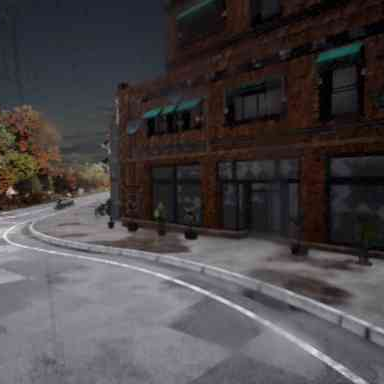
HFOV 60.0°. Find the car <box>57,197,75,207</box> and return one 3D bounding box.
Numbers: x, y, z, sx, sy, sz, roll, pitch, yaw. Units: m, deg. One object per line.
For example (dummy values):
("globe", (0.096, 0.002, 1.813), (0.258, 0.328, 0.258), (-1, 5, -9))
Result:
("car", (-19.083, 1.476, 50.410), (2.128, 1.511, 4.902), (-1, 1, -9))
